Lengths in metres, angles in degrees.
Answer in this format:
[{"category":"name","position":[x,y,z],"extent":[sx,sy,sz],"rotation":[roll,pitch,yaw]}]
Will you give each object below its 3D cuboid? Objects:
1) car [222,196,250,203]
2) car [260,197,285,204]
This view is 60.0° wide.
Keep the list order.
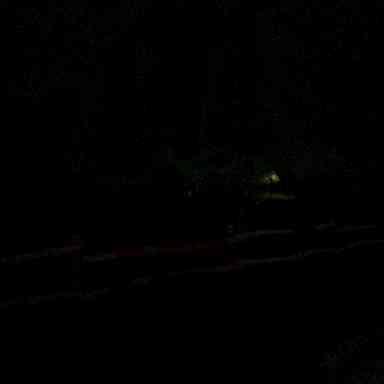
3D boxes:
[{"category":"car","position":[7.828,1.536,59.002],"extent":[4.892,1.490,1.837],"rotation":[0,0,17]},{"category":"car","position":[14.407,1.600,59.547],"extent":[4.181,1.385,1.994],"rotation":[0,0,24]}]
